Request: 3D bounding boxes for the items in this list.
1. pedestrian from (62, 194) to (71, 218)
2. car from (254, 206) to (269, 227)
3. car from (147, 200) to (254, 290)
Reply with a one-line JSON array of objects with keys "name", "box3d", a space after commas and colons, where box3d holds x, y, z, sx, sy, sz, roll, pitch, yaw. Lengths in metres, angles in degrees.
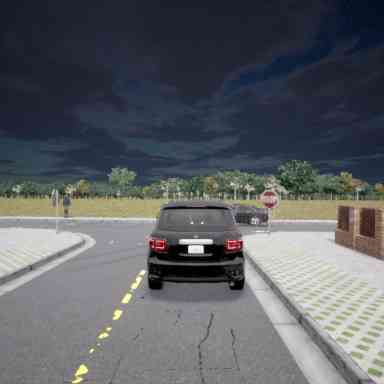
[{"name": "pedestrian", "box3d": [-9.696, 1.069, 25.675, 0.375, 1.860, 0.375, 0, -1, 0]}, {"name": "car", "box3d": [2.776, 1.571, 22.842, 4.892, 1.490, 1.837, 1, 0, 0]}, {"name": "car", "box3d": [0.123, 1.223, 9.230, 2.150, 2.045, 5.566, 0, 0, 1]}]
